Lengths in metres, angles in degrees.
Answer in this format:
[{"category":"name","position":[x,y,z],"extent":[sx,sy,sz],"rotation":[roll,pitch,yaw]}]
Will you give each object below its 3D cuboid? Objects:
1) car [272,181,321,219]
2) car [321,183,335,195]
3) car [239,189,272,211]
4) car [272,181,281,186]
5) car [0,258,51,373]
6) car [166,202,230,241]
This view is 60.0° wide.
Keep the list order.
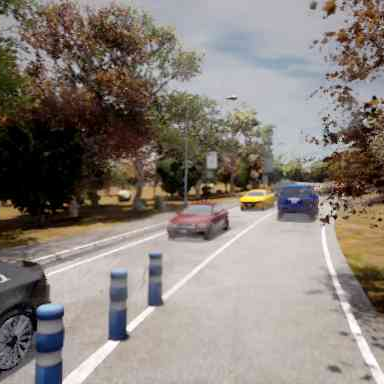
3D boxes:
[{"category":"car","position":[6.986,0.528,21.712],"extent":[2.150,2.045,5.566],"rotation":[0,3,24]},{"category":"car","position":[17.809,-0.369,43.506],"extent":[1.837,1.490,4.892],"rotation":[0,3,28]},{"category":"car","position":[5.301,0.582,26.818],"extent":[1.882,1.535,5.008],"rotation":[0,3,26]},{"category":"car","position":[10.289,-0.208,36.794],"extent":[2.150,2.045,5.566],"rotation":[0,3,28]},{"category":"car","position":[-3.434,1.449,3.008],"extent":[2.128,1.511,4.902],"rotation":[1,0,16]},{"category":"car","position":[0.455,1.203,15.301],"extent":[1.812,1.442,4.674],"rotation":[0,3,20]}]
